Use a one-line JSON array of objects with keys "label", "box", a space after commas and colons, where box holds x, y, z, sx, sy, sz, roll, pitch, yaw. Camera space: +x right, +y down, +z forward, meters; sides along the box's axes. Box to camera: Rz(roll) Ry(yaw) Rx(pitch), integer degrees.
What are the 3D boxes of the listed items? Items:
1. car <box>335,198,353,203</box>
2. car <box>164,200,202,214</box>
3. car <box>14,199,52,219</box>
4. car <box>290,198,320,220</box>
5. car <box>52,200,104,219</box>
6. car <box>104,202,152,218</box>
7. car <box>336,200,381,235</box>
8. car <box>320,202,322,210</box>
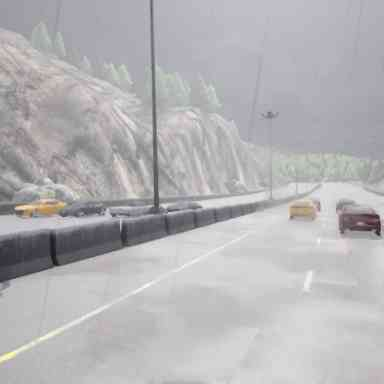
[{"label": "car", "box": [15.916, 1.429, 34.327, 1.837, 1.490, 4.892, 0, 0, 23]}, {"label": "car", "box": [-0.735, 1.479, 31.402, 2.033, 1.411, 5.357, 0, 0, 23]}, {"label": "car", "box": [-13.084, 1.415, 29.162, 1.882, 1.535, 5.008, 0, 0, 23]}, {"label": "car", "box": [9.437, 1.417, 27.995, 1.882, 1.535, 5.008, 0, -1, 23]}, {"label": "car", "box": [-9.381, 1.443, 28.933, 1.837, 1.490, 4.892, 0, 0, 23]}, {"label": "car", "box": [-5.335, 1.537, 29.515, 1.895, 1.301, 4.718, 0, 0, 23]}, {"label": "car", "box": [9.336, 1.436, 18.767, 1.882, 1.535, 5.008, 0, 0, 23]}, {"label": "car", "box": [14.185, 1.462, 39.220, 2.033, 1.411, 5.357, 0, 0, 23]}]
